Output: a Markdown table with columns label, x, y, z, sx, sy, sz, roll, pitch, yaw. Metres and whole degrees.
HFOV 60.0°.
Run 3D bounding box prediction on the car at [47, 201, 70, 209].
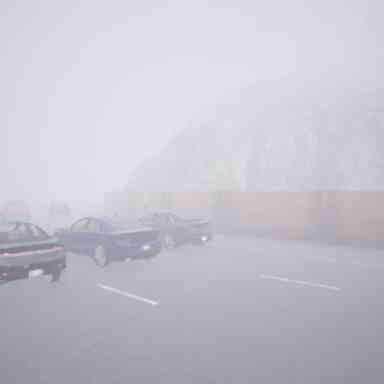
| label | x | y | z | sx | sy | sz | roll | pitch | yaw |
| --- | --- | --- | --- | --- | --- | --- | --- | --- | --- |
| car | -12.760 | 1.589 | 31.888 | 2.128 | 1.511 | 4.902 | 0 | 0 | -24 |

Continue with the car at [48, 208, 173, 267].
| label | x | y | z | sx | sy | sz | roll | pitch | yaw |
| --- | --- | --- | --- | --- | --- | --- | --- | --- | --- |
| car | -3.139 | 1.518 | 11.719 | 5.008 | 1.535 | 1.882 | 0 | 0 | 44 |

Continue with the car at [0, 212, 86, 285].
| label | x | y | z | sx | sy | sz | roll | pitch | yaw |
| --- | --- | --- | --- | --- | --- | --- | --- | --- | --- |
| car | -5.074 | 1.515 | 8.735 | 4.902 | 1.511 | 2.128 | 0 | 0 | 43 |

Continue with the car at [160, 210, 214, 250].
| label | x | y | z | sx | sy | sz | roll | pitch | yaw |
| --- | --- | --- | --- | --- | --- | --- | --- | --- | --- |
| car | -1.224 | 1.562 | 14.737 | 1.837 | 1.490 | 4.892 | 0 | 0 | -45 |

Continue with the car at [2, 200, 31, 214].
| label | x | y | z | sx | sy | sz | roll | pitch | yaw |
| --- | --- | --- | --- | --- | --- | --- | --- | --- | --- |
| car | -15.110 | 1.430 | 28.731 | 2.097 | 1.767 | 4.553 | 0 | 0 | -26 |
